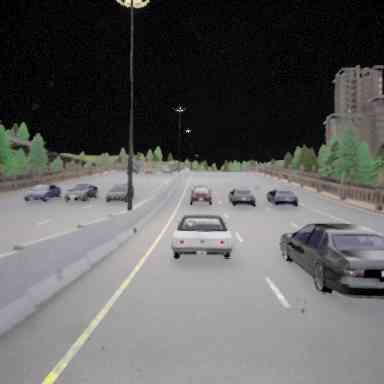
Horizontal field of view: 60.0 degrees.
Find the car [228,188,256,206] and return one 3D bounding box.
[{"bbox_3d":[4.285,0.310,28.924,1.994,1.385,4.181,1,6,1],"label":"car"}]

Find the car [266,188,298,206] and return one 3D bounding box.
[{"bbox_3d":[7.788,0.332,28.944,1.994,1.385,4.181,1,6,1],"label":"car"}]

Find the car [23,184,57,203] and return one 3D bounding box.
[{"bbox_3d":[-13.378,0.021,30.147,1.812,1.442,4.674,1,6,1],"label":"car"}]

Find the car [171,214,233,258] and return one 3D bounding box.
[{"bbox_3d":[0.361,1.450,12.155,1.895,1.301,4.718,1,2,2],"label":"car"}]

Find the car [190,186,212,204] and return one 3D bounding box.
[{"bbox_3d":[0.800,0.192,29.459,1.812,1.442,4.674,1,6,1],"label":"car"}]

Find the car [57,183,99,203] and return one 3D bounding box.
[{"bbox_3d":[-9.879,0.023,30.029,2.128,1.511,4.902,1,6,1],"label":"car"}]

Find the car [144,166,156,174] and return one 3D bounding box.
[{"bbox_3d":[-8.763,-4.652,69.756,2.097,1.767,4.553,1,7,1],"label":"car"}]

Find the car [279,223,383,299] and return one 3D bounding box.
[{"bbox_3d":[3.771,1.525,8.745,2.033,1.411,5.357,1,1,2],"label":"car"}]

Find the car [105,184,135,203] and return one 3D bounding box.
[{"bbox_3d":[-6.382,0.073,29.924,1.837,1.490,4.892,1,6,1],"label":"car"}]

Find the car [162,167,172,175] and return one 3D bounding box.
[{"bbox_3d":[-5.243,-4.525,70.589,1.812,1.442,4.674,1,7,1],"label":"car"}]

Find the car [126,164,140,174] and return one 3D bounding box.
[{"bbox_3d":[-12.263,-4.808,69.767,2.150,2.045,5.566,1,7,1],"label":"car"}]
